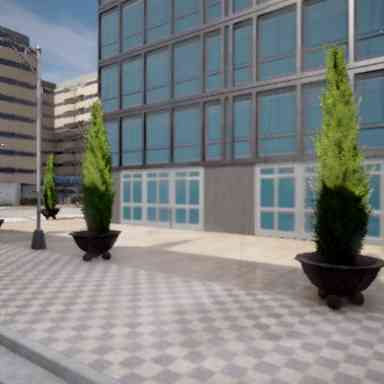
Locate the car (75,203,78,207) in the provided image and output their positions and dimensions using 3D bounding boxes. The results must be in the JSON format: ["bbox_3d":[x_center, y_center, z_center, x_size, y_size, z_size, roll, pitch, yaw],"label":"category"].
[{"bbox_3d":[-15.180,1.520,49.781,1.812,1.442,4.674,0,0,35],"label":"car"}]
